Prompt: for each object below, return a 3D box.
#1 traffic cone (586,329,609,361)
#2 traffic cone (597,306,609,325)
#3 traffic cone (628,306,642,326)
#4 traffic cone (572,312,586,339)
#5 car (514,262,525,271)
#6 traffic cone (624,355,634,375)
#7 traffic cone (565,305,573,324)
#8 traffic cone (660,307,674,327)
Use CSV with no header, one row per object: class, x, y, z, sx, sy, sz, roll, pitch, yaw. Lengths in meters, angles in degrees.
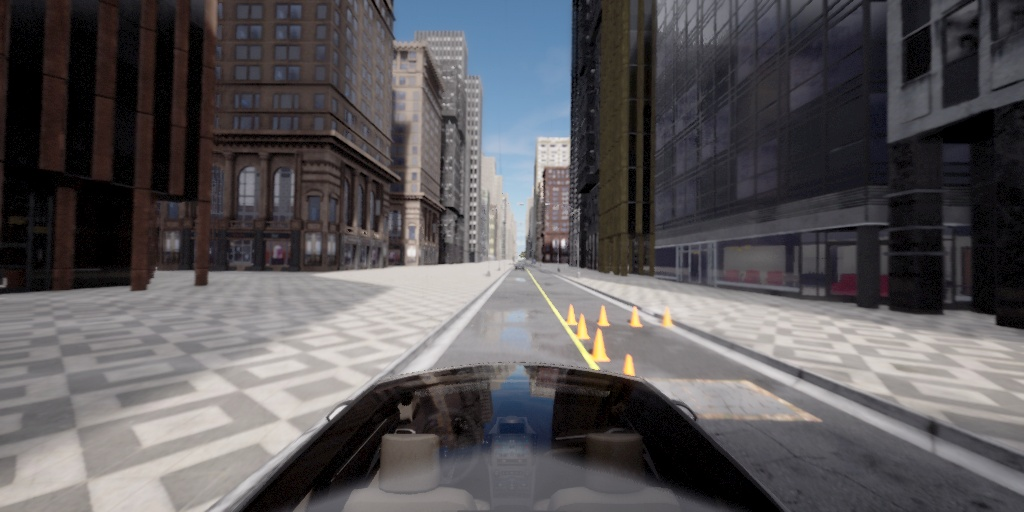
traffic cone,1.777,1.798,7.334,0.340,0.580,0.340,0,0,1
traffic cone,2.867,1.859,11.310,0.340,0.580,0.340,0,0,1
traffic cone,3.866,1.875,11.287,0.340,0.580,0.340,0,0,1
traffic cone,1.822,1.820,9.333,0.340,0.580,0.340,0,0,1
car,1.362,1.909,65.094,1.837,1.490,4.892,1,-1,1
traffic cone,1.732,1.775,5.335,0.340,0.580,0.340,0,0,1
traffic cone,1.867,1.842,11.333,0.340,0.580,0.340,0,0,1
traffic cone,4.866,1.891,11.265,0.340,0.580,0.340,0,0,1
